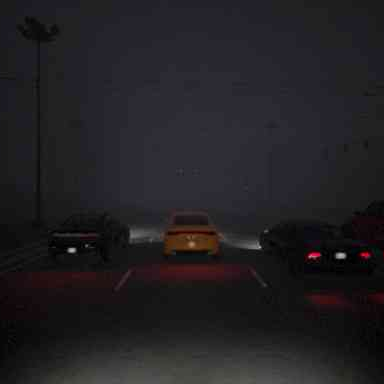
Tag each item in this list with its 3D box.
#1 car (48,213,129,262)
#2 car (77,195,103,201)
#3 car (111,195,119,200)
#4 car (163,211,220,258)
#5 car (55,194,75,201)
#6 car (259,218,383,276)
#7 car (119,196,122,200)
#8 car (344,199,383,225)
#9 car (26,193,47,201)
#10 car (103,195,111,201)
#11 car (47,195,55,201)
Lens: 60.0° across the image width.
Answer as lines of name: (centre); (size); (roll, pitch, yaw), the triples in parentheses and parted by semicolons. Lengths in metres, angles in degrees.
car: (-3.540, 1.496, 12.165); (2.128, 1.511, 4.902); (0, 0, 0)
car: (-25.256, 1.572, 82.038); (5.357, 1.411, 2.033); (0, 0, 35)
car: (-22.643, 1.630, 88.712); (4.718, 1.301, 1.895); (0, 0, 32)
car: (-0.062, 1.483, 12.871); (1.882, 1.535, 5.008); (0, 0, -1)
car: (-30.359, 1.387, 81.156); (4.553, 1.767, 2.097); (0, 0, 28)
car: (3.484, 1.552, 10.335); (2.033, 1.411, 5.357); (0, 0, 0)
car: (-21.343, 1.589, 92.047); (4.181, 1.385, 1.994); (0, 0, 32)
car: (6.978, 1.227, 10.963); (2.150, 2.045, 5.566); (0, 0, 0)
car: (-39.573, 1.257, 85.020); (5.566, 2.045, 2.150); (0, 0, 14)
car: (-23.820, 1.511, 85.288); (5.008, 1.535, 1.882); (0, 0, 32)
car: (-34.626, 1.457, 87.081); (5.008, 1.535, 1.882); (0, 0, 18)
